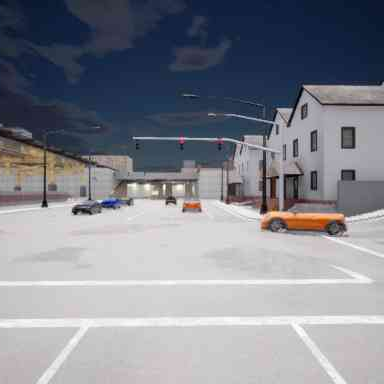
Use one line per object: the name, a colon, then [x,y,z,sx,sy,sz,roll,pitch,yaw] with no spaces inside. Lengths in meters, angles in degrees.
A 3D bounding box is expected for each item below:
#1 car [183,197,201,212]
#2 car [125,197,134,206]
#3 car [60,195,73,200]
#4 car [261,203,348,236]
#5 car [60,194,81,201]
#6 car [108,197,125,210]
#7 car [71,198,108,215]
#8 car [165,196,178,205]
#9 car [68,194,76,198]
car: [-0.008,1.352,39.753,2.097,1.767,4.553,0,0,0]
car: [-10.718,1.526,54.343,1.812,1.442,4.674,0,0,0]
car: [-31.915,1.295,84.273,1.853,1.218,4.536,0,0,-37]
car: [6.227,1.422,18.845,4.553,1.767,2.097,2,0,12]
car: [-32.686,1.452,89.596,2.038,1.542,4.974,0,0,28]
car: [-10.703,1.478,44.068,1.882,1.535,5.008,0,0,0]
car: [-10.683,1.547,34.345,2.033,1.411,5.357,0,0,0]
car: [-3.641,1.505,58.578,1.837,1.490,4.892,0,0,0]
car: [-31.884,1.452,84.231,2.038,1.542,4.974,0,0,-37]
